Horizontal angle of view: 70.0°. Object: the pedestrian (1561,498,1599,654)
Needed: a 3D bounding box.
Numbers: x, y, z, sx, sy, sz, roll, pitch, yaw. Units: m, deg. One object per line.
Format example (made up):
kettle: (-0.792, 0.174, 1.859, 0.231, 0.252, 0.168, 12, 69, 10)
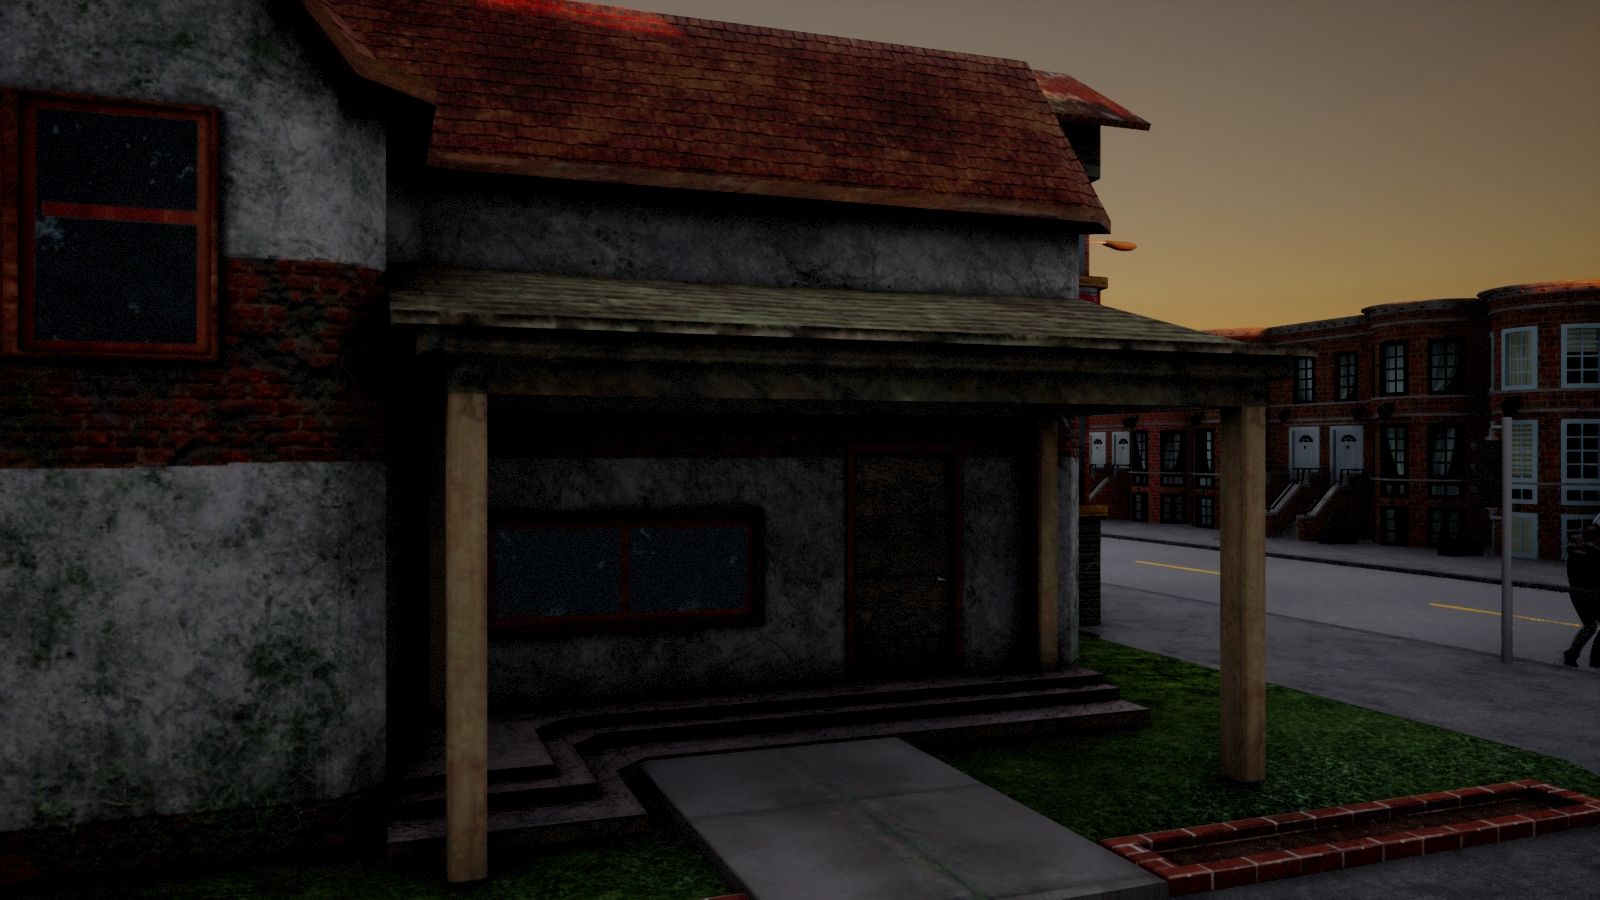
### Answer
pedestrian: (9.671, 1.532, 14.032, 0.375, 1.860, 0.375, 0, 0, -9)
